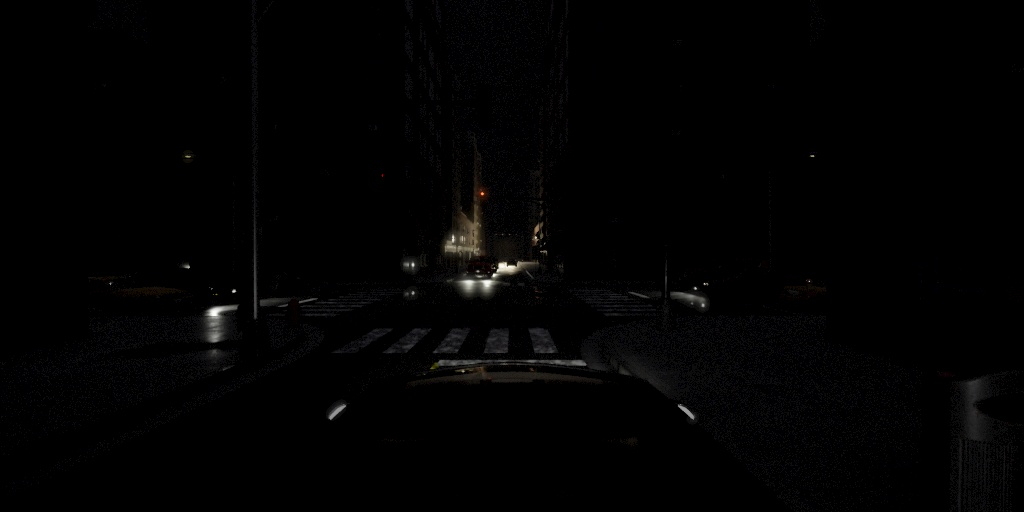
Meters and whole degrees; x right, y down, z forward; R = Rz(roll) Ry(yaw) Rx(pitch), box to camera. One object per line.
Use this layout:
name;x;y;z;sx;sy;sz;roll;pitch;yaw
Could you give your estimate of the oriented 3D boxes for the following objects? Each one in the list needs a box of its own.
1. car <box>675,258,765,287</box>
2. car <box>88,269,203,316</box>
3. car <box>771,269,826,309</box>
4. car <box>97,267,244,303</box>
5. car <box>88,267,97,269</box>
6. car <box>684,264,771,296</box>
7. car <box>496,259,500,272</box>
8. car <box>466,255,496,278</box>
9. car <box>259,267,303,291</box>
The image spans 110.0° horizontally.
car;12.314;1.032;20.958;5.009;1.841;2.192;0;0;0
car;-14.403;1.304;12.917;4.829;1.417;1.751;0;0;0
car;12.480;1.280;12.933;4.829;1.417;1.751;0;0;0
car;-14.371;1.272;15.465;4.892;1.490;1.837;0;0;1
car;-25.395;1.315;20.935;4.313;1.339;1.948;0;0;0
car;12.134;1.277;18.382;5.357;1.411;2.033;0;0;3
car;-2.929;0.956;43.913;2.150;2.045;5.566;0;0;0
car;-2.911;0.963;33.524;2.150;2.045;5.566;0;0;0
car;-14.569;1.307;20.942;4.313;1.339;1.948;0;0;0
